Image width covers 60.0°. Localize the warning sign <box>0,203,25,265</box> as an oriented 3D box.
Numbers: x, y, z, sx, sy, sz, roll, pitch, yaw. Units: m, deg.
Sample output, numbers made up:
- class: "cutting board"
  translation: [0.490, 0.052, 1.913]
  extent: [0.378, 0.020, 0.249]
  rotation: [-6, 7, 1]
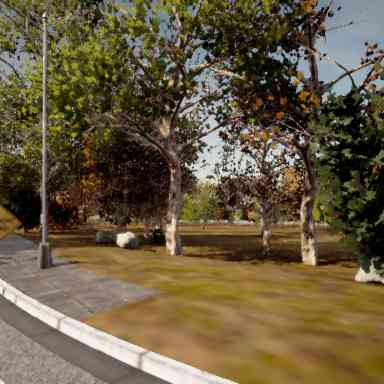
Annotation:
- class: "warning sign"
  translation: [-6.075, 1.274, 10.436]
  extent: [1.300, 1.860, 1.060]
  rotation: [2, -1, -34]
